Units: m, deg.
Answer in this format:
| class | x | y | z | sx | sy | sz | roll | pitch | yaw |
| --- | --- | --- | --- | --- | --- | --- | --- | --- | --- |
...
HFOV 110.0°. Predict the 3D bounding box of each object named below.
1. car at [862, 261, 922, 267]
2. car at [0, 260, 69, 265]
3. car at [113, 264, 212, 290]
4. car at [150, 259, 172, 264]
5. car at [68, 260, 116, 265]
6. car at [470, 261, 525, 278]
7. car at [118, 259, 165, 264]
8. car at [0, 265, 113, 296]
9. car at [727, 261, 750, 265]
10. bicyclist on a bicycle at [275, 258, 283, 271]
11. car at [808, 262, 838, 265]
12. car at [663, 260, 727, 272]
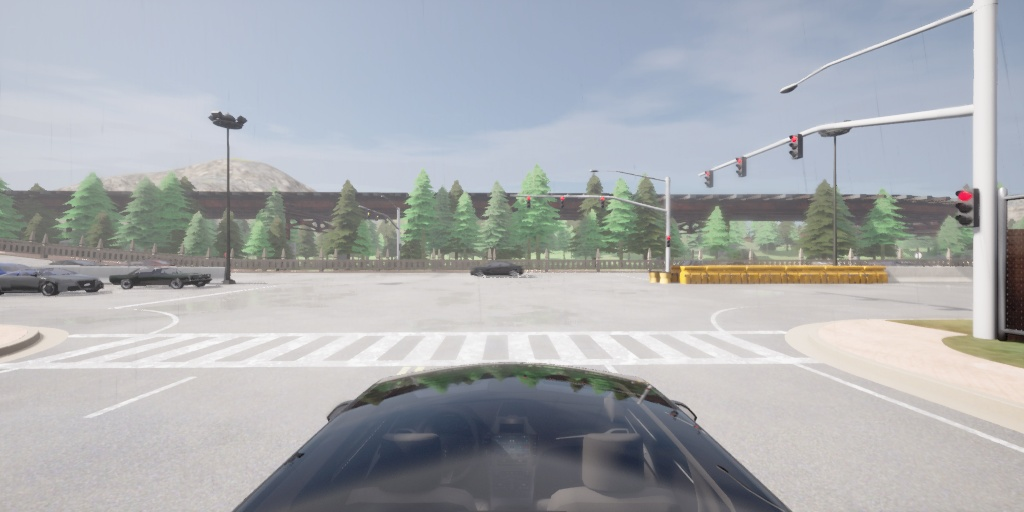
| class | x | y | z | sx | sy | sz | roll | pitch | yaw |
| --- | --- | --- | --- | --- | --- | --- | --- | --- | --- |
| car | 36.656 | 1.241 | 34.626 | 4.902 | 1.511 | 2.128 | 0 | 0 | -2 |
| car | -30.868 | 1.166 | 21.827 | 5.008 | 1.535 | 1.882 | 1 | 0 | -2 |
| car | -21.484 | 1.345 | 22.115 | 4.718 | 1.301 | 1.895 | 0 | 0 | -2 |
| car | -36.240 | 1.061 | 35.871 | 4.674 | 1.442 | 1.812 | 2 | 0 | -2 |
| car | -35.702 | 1.028 | 28.883 | 5.008 | 1.535 | 1.882 | 2 | 0 | -2 |
| car | -1.375 | 1.227 | 33.448 | 5.008 | 1.535 | 1.882 | 0 | 0 | -2 |
| car | -34.890 | 1.188 | 32.406 | 4.718 | 1.301 | 1.895 | 2 | 0 | -2 |
| car | -24.024 | 1.306 | 18.537 | 4.181 | 1.385 | 1.994 | 0 | 0 | -2 |
| car | 20.511 | 1.253 | 34.131 | 4.892 | 1.490 | 1.837 | -1 | 0 | -2 |
| bicyclist on a bicycle | -28.458 | 1.041 | 43.894 | 0.582 | 1.620 | 1.656 | 0 | 0 | -2 |
| car | 26.351 | 1.276 | 30.794 | 4.674 | 1.442 | 1.812 | 0 | 0 | -2 |
| car | 15.180 | 1.102 | 30.463 | 4.553 | 1.767 | 2.097 | 0 | 0 | -2 |
